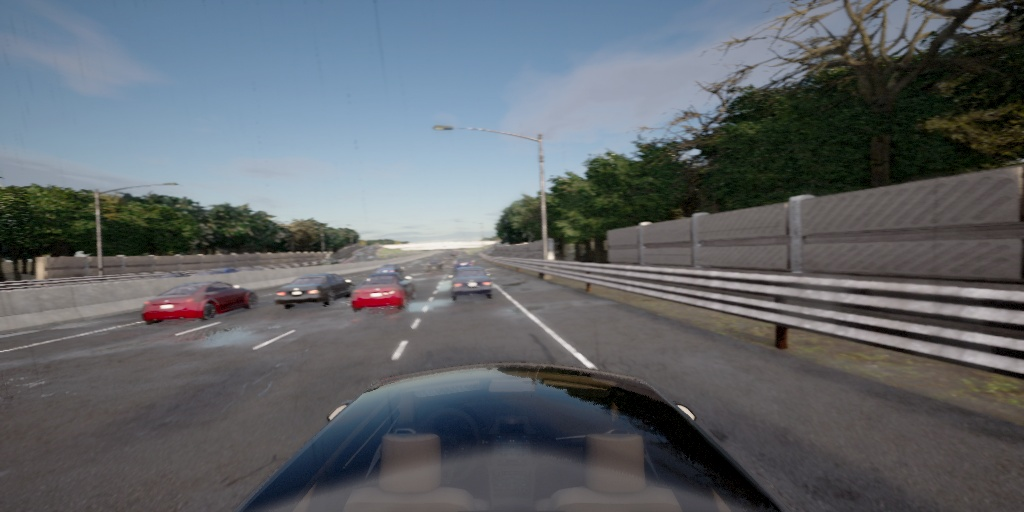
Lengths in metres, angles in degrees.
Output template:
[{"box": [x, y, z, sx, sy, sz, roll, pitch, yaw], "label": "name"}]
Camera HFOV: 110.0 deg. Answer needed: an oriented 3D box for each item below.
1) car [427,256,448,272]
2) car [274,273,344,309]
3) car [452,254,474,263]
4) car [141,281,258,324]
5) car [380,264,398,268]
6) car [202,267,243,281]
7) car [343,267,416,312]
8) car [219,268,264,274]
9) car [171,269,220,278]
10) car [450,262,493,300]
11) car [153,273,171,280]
[{"box": [-9.712, 1.178, 45.489, 2.128, 1.511, 4.902, -3, 1, -8], "label": "car"}, {"box": [-8.993, 1.522, 16.845, 2.033, 1.411, 5.357, -3, 1, -8], "label": "car"}, {"box": [-5.167, 0.915, 39.063, 2.097, 1.767, 4.553, -3, 1, -8], "label": "car"}, {"box": [-12.152, 1.701, 14.300, 1.994, 1.385, 4.181, -3, 1, -8], "label": "car"}, {"box": [-11.500, 1.438, 34.043, 2.033, 1.411, 5.357, -3, 1, -8], "label": "car"}, {"box": [-38.328, 2.363, 47.697, 1.882, 1.535, 5.008, -3, 1, -7], "label": "car"}, {"box": [-5.325, 1.399, 15.251, 1.994, 1.385, 4.181, -3, 1, -8], "label": "car"}, {"box": [-26.062, 1.988, 35.685, 2.128, 1.511, 4.902, -3, 0, -8], "label": "car"}, {"box": [-29.461, 2.199, 34.734, 2.033, 1.411, 5.357, -3, 1, -8], "label": "car"}, {"box": [-1.998, 1.217, 17.312, 2.033, 1.411, 5.357, -3, 1, -8], "label": "car"}, {"box": [-33.015, 2.365, 34.961, 1.994, 1.385, 4.181, -3, 1, -8], "label": "car"}]
